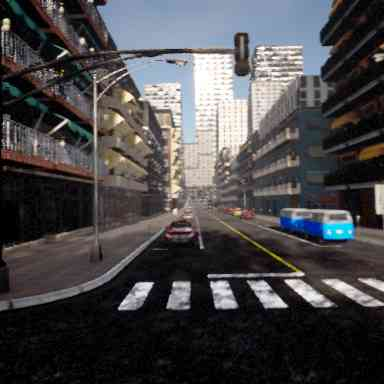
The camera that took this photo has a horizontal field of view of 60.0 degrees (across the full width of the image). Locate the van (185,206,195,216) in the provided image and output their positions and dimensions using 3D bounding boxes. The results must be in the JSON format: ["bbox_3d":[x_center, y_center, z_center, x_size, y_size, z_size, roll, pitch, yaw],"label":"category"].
[{"bbox_3d":[-0.341,3.723,64.118,1.690,1.788,3.998,-2,-2,0],"label":"van"}]

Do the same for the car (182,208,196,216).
[{"bbox_3d":[-0.441,3.344,47.316,1.802,1.307,4.206,-2,-2,0],"label":"car"}]

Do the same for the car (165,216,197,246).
[{"bbox_3d":[-0.619,2.312,19.324,1.802,1.307,4.206,-2,-2,0],"label":"car"}]

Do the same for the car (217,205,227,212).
[{"bbox_3d":[8.182,4.577,92.034,2.192,1.841,5.009,-2,-2,0],"label":"car"}]

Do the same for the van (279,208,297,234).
[{"bbox_3d":[7.755,2.124,24.855,1.690,1.788,3.998,-2,-2,0],"label":"van"}]

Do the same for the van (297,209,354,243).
[{"bbox_3d":[7.718,1.918,19.256,1.690,1.788,3.998,-2,-2,0],"label":"van"}]

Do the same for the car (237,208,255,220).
[{"bbox_3d":[7.905,3.190,47.239,1.802,1.307,4.206,-2,-2,0],"label":"car"}]

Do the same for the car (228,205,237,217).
[{"bbox_3d":[7.976,3.553,58.607,1.752,1.417,4.829,-2,-2,0],"label":"car"}]

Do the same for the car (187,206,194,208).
[{"bbox_3d":[-0.409,3.409,52.919,1.967,1.590,4.097,-2,-2,0],"label":"car"}]

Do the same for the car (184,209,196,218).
[{"bbox_3d":[-0.370,3.726,58.513,2.008,1.369,4.403,-2,-2,0],"label":"car"}]

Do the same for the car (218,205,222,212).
[{"bbox_3d":[8.111,4.163,80.838,2.192,1.841,5.009,-2,-2,0],"label":"car"}]

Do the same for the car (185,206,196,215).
[{"bbox_3d":[-0.293,4.110,75.316,2.192,1.841,5.009,-2,-2,0],"label":"car"}]

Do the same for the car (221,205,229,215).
[{"bbox_3d":[8.039,3.750,69.642,2.192,1.841,5.009,-2,-2,0],"label":"car"}]
